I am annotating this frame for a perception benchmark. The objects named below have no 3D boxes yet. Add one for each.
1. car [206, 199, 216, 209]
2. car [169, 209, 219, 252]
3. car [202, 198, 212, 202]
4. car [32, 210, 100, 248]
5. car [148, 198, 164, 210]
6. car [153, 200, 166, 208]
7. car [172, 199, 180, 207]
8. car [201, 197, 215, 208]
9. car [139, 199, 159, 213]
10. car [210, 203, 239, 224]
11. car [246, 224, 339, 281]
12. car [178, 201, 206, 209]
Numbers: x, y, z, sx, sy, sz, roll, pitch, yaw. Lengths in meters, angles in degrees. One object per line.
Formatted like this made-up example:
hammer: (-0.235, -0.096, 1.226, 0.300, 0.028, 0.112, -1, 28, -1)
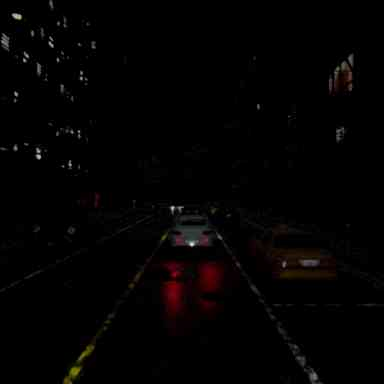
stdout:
car: (2.837, 1.897, 37.816, 1.752, 1.417, 4.829, 1, -1, 0)
car: (0.004, 1.667, 14.395, 1.812, 1.442, 4.674, 0, 0, 0)
car: (2.837, 2.031, 48.782, 2.008, 1.369, 4.403, 1, -1, 0)
car: (-5.697, 1.591, 15.408, 1.967, 1.590, 4.097, 1, -1, 0)
car: (-5.807, 1.795, 48.816, 2.192, 1.841, 5.009, 1, -1, 0)
car: (-5.811, 2.173, 59.950, 1.802, 1.307, 4.206, 1, -1, 0)
car: (-3.004, 2.182, 66.365, 1.812, 1.442, 4.674, 0, -1, 0)
car: (2.840, 1.906, 59.919, 2.192, 1.841, 5.009, 1, -1, 0)
car: (-5.810, 1.976, 43.246, 2.008, 1.369, 4.403, 1, -1, 0)
car: (2.772, 1.832, 27.151, 1.947, 1.339, 4.313, 1, -1, 0)
car: (2.709, 1.624, 9.977, 1.752, 1.417, 4.829, 1, -1, 0)
car: (0.003, 1.796, 29.305, 1.837, 1.490, 4.892, 0, 0, 0)
